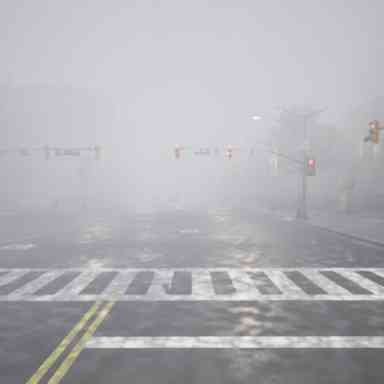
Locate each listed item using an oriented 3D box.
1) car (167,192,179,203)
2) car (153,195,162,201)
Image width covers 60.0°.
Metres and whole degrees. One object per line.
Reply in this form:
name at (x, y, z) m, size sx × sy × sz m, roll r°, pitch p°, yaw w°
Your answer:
car at (-3.572, 1.084, 63.380) m, size 2.150 × 2.045 × 5.566 m, roll 0°, pitch 1°, yaw 0°
car at (-7.978, 1.365, 76.453) m, size 2.033 × 1.411 × 5.357 m, roll 0°, pitch 0°, yaw -10°
